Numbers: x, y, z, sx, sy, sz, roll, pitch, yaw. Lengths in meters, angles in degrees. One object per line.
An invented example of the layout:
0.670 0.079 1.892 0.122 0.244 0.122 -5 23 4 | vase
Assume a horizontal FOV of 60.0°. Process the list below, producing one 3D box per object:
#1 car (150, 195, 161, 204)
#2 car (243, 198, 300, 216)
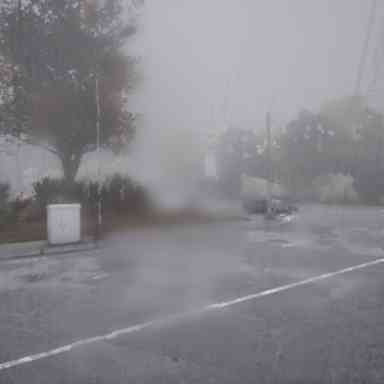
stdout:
-6.211 1.145 48.483 1.812 1.442 4.674 -1 1 -34 | car
6.738 1.224 28.958 2.033 1.411 5.357 -1 1 -33 | car
